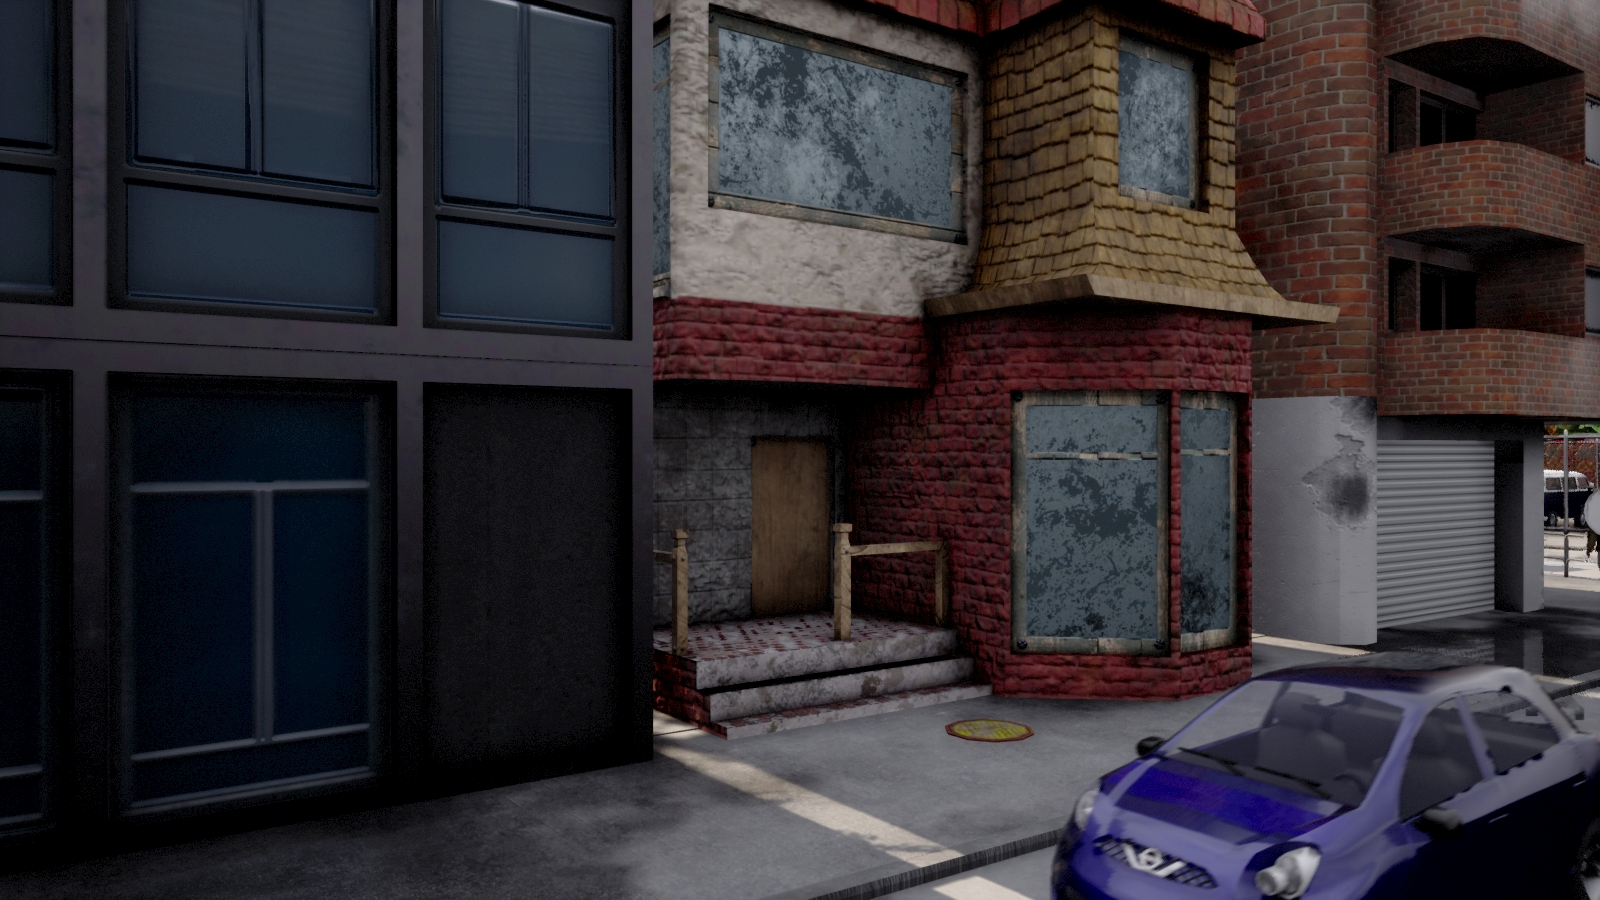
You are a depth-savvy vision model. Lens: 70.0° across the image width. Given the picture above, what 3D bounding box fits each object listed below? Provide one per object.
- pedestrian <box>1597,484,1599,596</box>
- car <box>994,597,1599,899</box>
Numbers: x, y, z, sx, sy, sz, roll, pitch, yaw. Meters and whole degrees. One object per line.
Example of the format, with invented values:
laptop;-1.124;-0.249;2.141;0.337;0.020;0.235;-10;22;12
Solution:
pedestrian;13.558;1.507;19.102;0.375;1.860;0.375;0;0;35
car;3.079;1.816;6.527;3.633;1.501;1.845;0;0;-35
